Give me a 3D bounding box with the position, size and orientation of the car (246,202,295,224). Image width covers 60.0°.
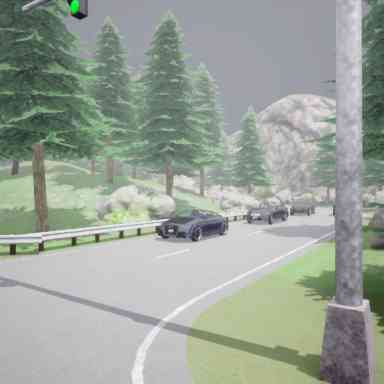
[{"bbox_3d":[5.725,1.507,24.981,2.128,1.511,4.902,0,0,34],"label":"car"}]

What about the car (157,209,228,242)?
[{"bbox_3d":[0.158,1.579,16.740,1.994,1.385,4.181,0,0,34],"label":"car"}]

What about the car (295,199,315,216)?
[{"bbox_3d":[11.227,1.520,33.591,1.837,1.490,4.892,0,0,27],"label":"car"}]
